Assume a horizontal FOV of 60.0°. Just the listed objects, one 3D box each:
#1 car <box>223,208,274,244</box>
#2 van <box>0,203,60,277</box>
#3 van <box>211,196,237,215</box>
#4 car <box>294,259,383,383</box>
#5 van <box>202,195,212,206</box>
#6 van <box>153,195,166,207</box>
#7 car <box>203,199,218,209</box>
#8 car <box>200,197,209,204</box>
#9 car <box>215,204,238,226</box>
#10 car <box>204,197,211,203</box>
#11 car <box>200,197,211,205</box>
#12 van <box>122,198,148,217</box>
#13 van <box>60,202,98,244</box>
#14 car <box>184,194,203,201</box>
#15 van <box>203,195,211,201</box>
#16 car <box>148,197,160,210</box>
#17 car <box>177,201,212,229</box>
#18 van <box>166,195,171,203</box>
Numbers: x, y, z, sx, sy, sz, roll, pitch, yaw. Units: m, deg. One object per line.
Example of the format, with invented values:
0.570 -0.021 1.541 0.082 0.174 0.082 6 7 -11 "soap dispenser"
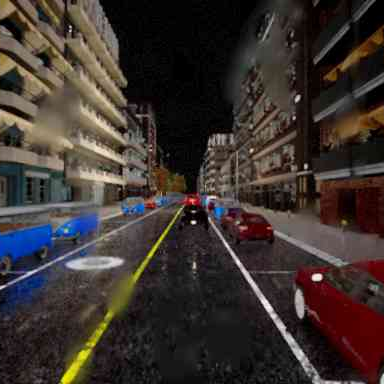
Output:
2.689 1.625 15.652 1.802 1.307 4.206 0 0 0 "car"
-5.687 1.368 9.988 1.690 1.788 3.998 0 0 0 "van"
2.687 1.418 26.978 1.690 1.788 3.998 0 0 0 "van"
2.694 1.556 4.329 1.887 1.381 4.507 0 0 0 "car"
2.674 1.536 60.951 1.690 1.788 3.998 0 0 0 "van"
-5.704 1.515 55.285 1.690 1.788 3.998 0 0 0 "van"
2.677 1.718 49.624 1.947 1.339 4.313 0 0 0 "car"
2.669 1.808 72.274 1.947 1.339 4.313 0 0 0 "car"
2.687 1.642 21.315 1.802 1.307 4.206 0 0 0 "car"
2.682 1.657 38.302 1.887 1.381 4.507 0 0 0 "car"
2.671 1.784 66.611 1.947 1.339 4.313 0 0 0 "car"
-5.695 1.435 32.636 1.690 1.788 3.998 0 0 0 "van"
-5.689 1.384 15.649 1.690 1.788 3.998 0 0 0 "van"
0.082 1.359 45.791 2.150 2.045 5.566 0 0 0 "car"
2.680 1.473 43.965 1.690 1.788 3.998 0 0 0 "van"
-5.701 1.677 43.961 1.887 1.381 4.507 0 0 0 "car"
0.092 1.566 22.048 1.837 1.490 4.892 0 0 0 "car"
-5.713 1.608 77.932 1.690 1.788 3.998 0 0 0 "van"
